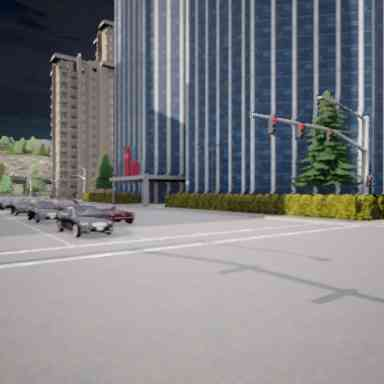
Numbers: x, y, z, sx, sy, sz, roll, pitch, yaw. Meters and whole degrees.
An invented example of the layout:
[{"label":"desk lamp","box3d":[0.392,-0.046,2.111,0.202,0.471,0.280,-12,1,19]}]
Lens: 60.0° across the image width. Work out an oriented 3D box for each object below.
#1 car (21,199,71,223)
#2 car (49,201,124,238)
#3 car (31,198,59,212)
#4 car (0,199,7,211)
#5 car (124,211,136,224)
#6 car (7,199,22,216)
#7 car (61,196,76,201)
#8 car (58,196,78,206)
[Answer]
[{"label":"car","box3d":[-11.257,1.494,25.437,2.128,1.511,4.902,0,0,-36]},{"label":"car","box3d":[-5.846,1.493,17.969,2.128,1.511,4.902,0,0,-36]},{"label":"car","box3d":[-18.182,1.551,41.013,2.033,1.411,5.357,0,0,-36]},{"label":"car","box3d":[-22.912,1.551,41.615,2.033,1.411,5.357,0,0,-35]},{"label":"car","box3d":[-5.849,1.603,23.931,1.895,1.301,4.718,0,0,-36]},{"label":"car","box3d":[-16.712,1.508,32.986,1.837,1.490,4.892,0,0,-36]},{"label":"car","box3d":[-11.967,1.481,32.392,1.882,1.535,5.008,0,0,-36]},{"label":"car","box3d":[-21.667,1.497,58.053,2.128,1.511,4.902,0,0,-36]}]
